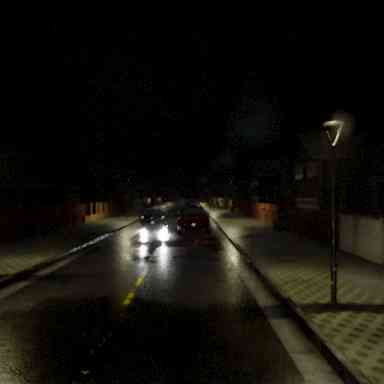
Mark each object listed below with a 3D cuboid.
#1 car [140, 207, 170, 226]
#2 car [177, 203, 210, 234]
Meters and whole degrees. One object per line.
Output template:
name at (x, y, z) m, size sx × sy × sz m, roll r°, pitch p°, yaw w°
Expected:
car at (-2.762, 1.856, 25.571) m, size 1.895 × 1.301 × 4.718 m, roll 0°, pitch -1°, yaw 0°
car at (0.087, 1.689, 21.052) m, size 1.882 × 1.535 × 5.008 m, roll 0°, pitch 0°, yaw 0°
